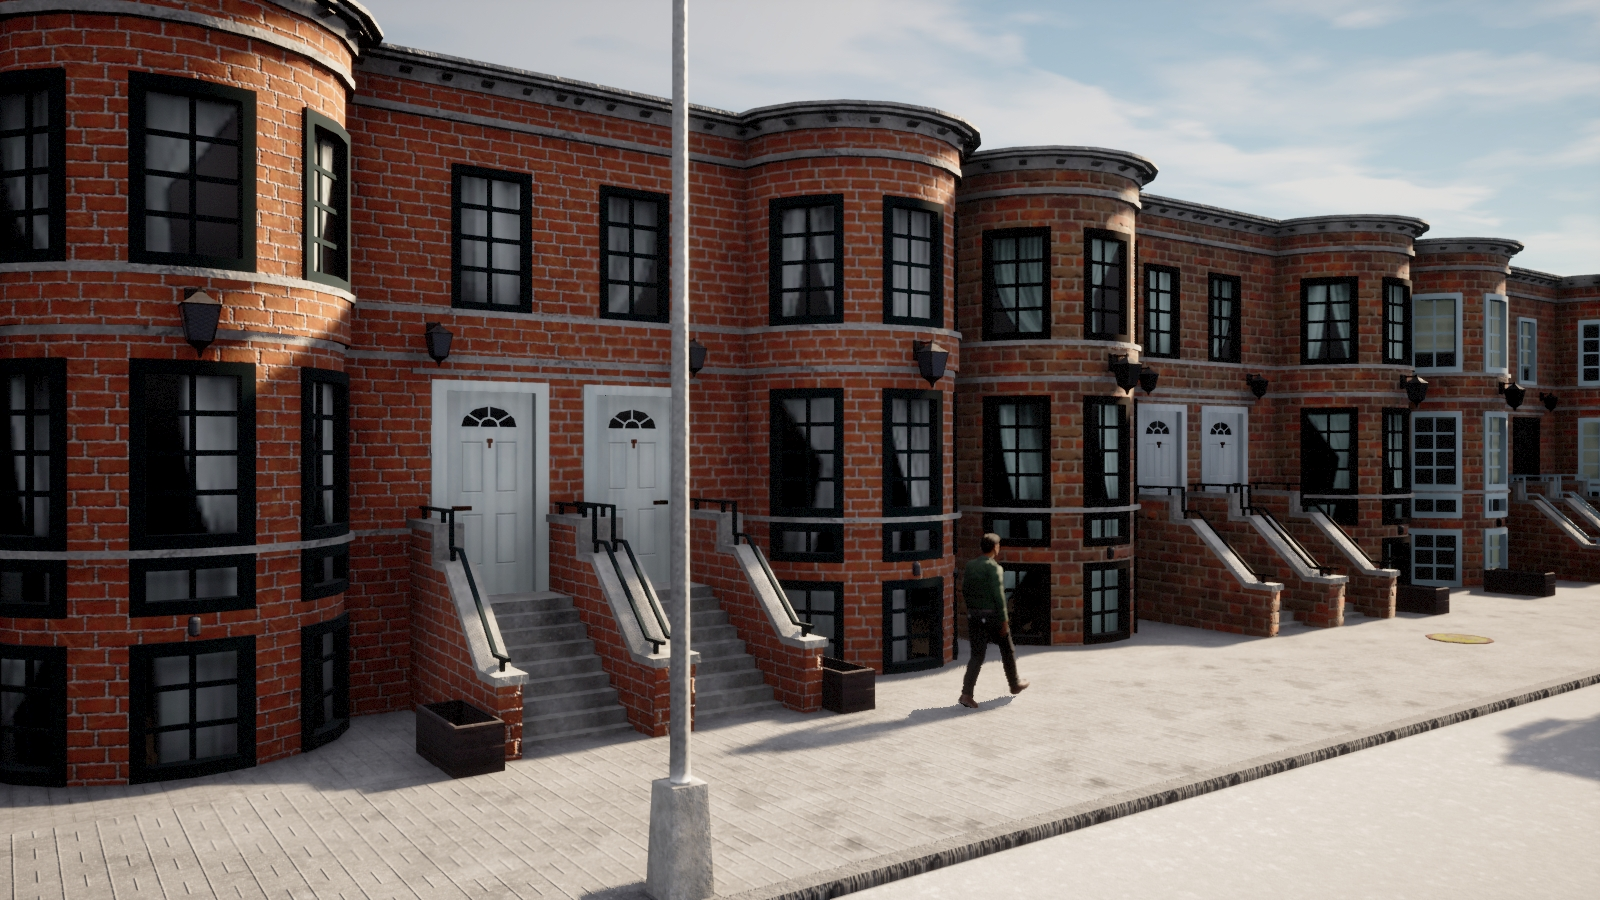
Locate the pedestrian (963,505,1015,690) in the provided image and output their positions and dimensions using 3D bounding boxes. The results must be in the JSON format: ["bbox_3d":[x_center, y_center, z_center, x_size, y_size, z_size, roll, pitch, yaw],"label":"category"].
[{"bbox_3d":[1.974,1.521,11.943,0.375,1.860,0.375,0,0,-38],"label":"pedestrian"}]
